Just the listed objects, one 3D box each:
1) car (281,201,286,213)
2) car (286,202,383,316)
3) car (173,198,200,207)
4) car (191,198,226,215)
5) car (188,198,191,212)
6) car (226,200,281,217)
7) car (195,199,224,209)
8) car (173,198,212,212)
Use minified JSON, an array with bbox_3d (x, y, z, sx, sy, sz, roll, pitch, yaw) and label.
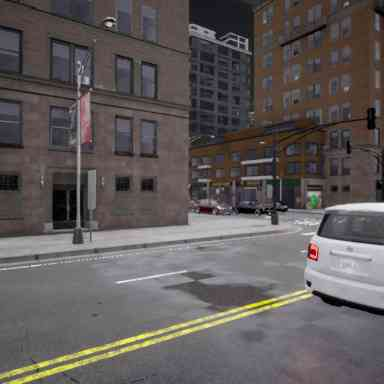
[{"bbox_3d":[8.676,1.580,36.969,1.947,1.339,4.313,0,0,-35],"label":"car"},{"bbox_3d":[4.639,1.223,6.757,5.566,2.045,2.150,0,0,-36],"label":"car"},{"bbox_3d":[-0.872,1.579,50.466,1.947,1.339,4.313,0,0,-35],"label":"car"},{"bbox_3d":[2.125,1.423,32.335,1.967,1.590,4.097,0,0,-35],"label":"car"},{"bbox_3d":[-1.058,1.422,36.834,1.967,1.590,4.097,0,0,-35],"label":"car"},{"bbox_3d":[5.716,1.595,31.651,1.895,1.301,4.718,0,0,-35],"label":"car"},{"bbox_3d":[2.310,1.594,45.968,1.802,1.307,4.206,0,0,-35],"label":"car"},{"bbox_3d":[-0.022,1.482,39.764,2.128,1.511,4.902,0,0,-35],"label":"car"}]
